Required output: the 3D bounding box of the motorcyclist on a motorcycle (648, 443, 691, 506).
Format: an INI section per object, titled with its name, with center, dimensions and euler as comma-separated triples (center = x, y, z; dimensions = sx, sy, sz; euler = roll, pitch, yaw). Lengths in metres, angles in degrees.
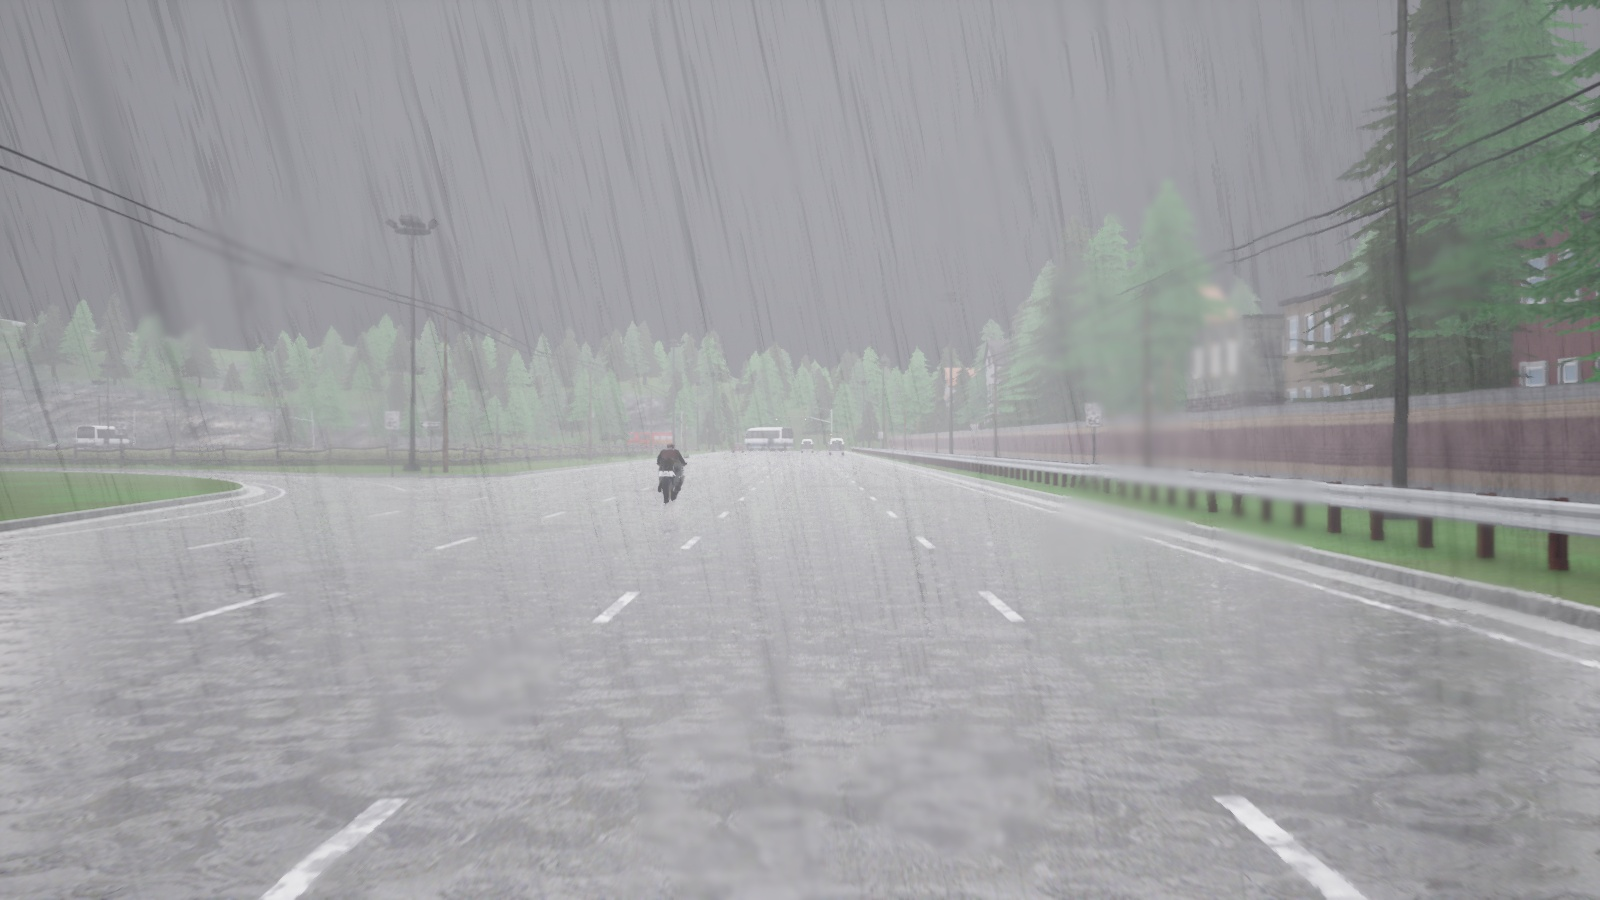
[motorcyclist on a motorcycle]
center = -3.302, 0.596, 32.033
dimensions = 0.866, 1.530, 2.191
euler = 0, 0, 0
